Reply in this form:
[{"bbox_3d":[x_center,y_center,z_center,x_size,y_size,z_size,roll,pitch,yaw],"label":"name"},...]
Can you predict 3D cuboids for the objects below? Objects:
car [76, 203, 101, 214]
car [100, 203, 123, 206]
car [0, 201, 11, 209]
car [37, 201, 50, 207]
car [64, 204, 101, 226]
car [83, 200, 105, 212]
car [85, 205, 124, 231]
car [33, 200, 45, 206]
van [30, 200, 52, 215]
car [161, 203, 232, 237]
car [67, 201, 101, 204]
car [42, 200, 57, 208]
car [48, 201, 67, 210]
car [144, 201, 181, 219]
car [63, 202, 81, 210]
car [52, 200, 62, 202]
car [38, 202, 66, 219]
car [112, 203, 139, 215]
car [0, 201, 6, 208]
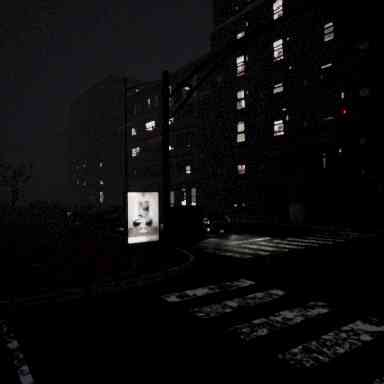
[{"bbox_3d":[-14.058,2.185,44.992,1.994,1.385,4.181,-1,-1,-36],"label":"car"},{"bbox_3d":[-5.781,1.881,28.162,1.837,1.490,4.892,-1,-1,-36],"label":"car"},{"bbox_3d":[-38.162,2.703,68.293,2.008,1.369,4.403,-2,0,-36],"label":"car"},{"bbox_3d":[-34.656,2.735,77.724,1.947,1.339,4.313,-2,0,-36],"label":"car"},{"bbox_3d":[-8.800,1.969,27.669,2.008,1.369,4.403,-2,0,-36],"label":"car"},{"bbox_3d":[-15.012,2.118,50.696,1.967,1.590,4.097,-2,0,-36],"label":"car"},{"bbox_3d":[-5.526,1.887,23.164,2.008,1.369,4.403,-2,0,-36],"label":"car"},{"bbox_3d":[-37.931,2.796,82.229,1.887,1.381,4.507,-2,0,-36],"label":"car"},{"bbox_3d":[-19.828,2.034,43.010,1.690,1.788,3.998,-2,0,-36],"label":"van"},{"bbox_3d":[0.275,1.579,19.888,2.097,1.767,4.553,-1,-1,-37],"label":"car"},{"bbox_3d":[-11.827,2.052,36.484,1.812,1.442,4.674,-1,-1,-36],"label":"car"},{"bbox_3d":[-31.386,2.527,73.219,1.967,1.590,4.097,-2,0,-36],"label":"car"},{"bbox_3d":[-23.353,2.332,57.781,1.882,1.535,5.008,-1,-1,-36],"label":"car"},{"bbox_3d":[-3.130,1.823,34.557,1.967,1.590,4.097,-2,0,-36],"label":"car"},{"bbox_3d":[-21.560,2.423,59.703,1.802,1.307,4.206,-2,0,-36],"label":"car"},{"bbox_3d":[-19.407,2.281,47.043,1.994,1.385,4.181,-1,-1,-36],"label":"car"},{"bbox_3d":[-14.895,2.114,36.133,1.887,1.381,4.507,-2,0,-36],"label":"car"},{"bbox_3d":[-8.401,2.096,41.730,1.802,1.307,4.206,-2,0,-36],"label":"car"},{"bbox_3d":[-44.710,2.861,77.303,1.887,1.381,4.507,-2,0,-36],"label":"car"}]
